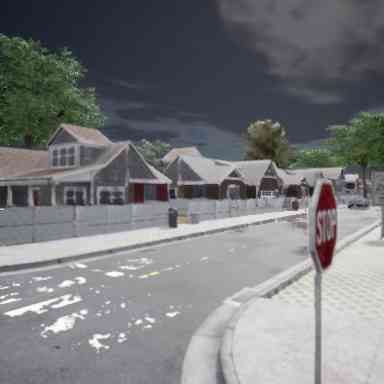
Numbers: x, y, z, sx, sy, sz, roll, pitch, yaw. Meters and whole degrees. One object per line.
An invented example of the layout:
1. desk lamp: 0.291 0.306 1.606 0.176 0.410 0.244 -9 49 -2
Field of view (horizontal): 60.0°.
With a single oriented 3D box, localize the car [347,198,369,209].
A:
1. car: 21.002 1.399 41.863 2.033 1.411 5.357 0 0 36
